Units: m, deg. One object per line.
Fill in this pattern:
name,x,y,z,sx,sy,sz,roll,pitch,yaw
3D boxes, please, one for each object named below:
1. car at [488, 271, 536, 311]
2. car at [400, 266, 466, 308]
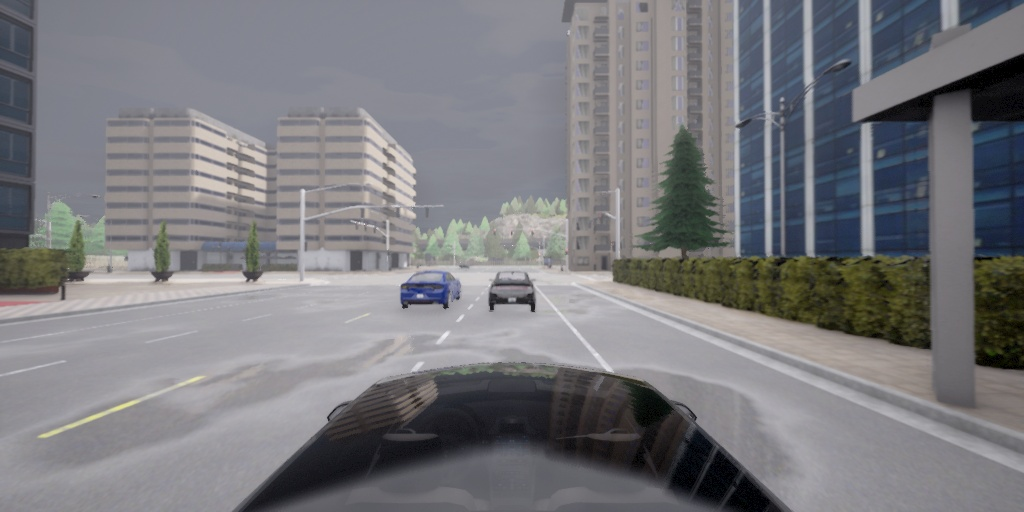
car,0.018,1.391,15.335,2.128,1.511,4.902,0,0,0
car,-3.475,1.383,16.076,1.882,1.535,5.008,0,0,0
